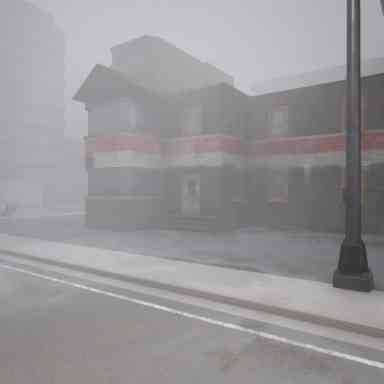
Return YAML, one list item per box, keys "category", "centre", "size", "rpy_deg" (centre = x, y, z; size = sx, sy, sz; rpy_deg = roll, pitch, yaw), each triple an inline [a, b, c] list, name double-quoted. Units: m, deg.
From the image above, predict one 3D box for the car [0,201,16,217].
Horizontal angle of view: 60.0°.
- category: "car"
  centre: [-17.611, 1.404, 28.254]
  size: [2.038, 1.542, 4.974]
  rpy_deg: [0, 0, 15]

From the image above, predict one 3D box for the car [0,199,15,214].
- category: "car"
  centre: [-17.597, 1.247, 28.304]
  size: [1.853, 1.218, 4.536]
  rpy_deg: [0, 0, 15]
